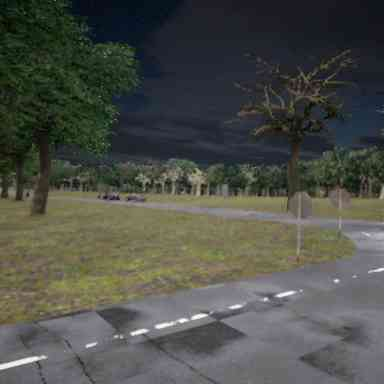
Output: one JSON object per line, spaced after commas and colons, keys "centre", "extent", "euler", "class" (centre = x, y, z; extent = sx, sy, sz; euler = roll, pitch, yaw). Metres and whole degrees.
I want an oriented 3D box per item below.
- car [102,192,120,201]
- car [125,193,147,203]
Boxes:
{"centre": [-15.134, 0.751, 62.267], "extent": [2.097, 1.767, 4.553], "euler": [3, -2, -36], "class": "car"}
{"centre": [-9.135, 0.941, 53.955], "extent": [2.128, 1.511, 4.902], "euler": [3, -1, -35], "class": "car"}
